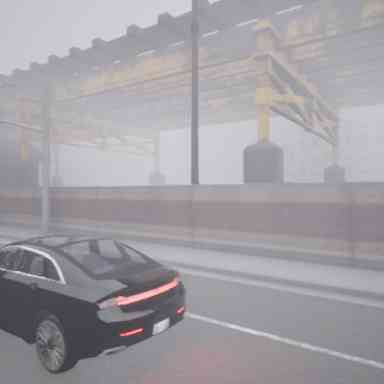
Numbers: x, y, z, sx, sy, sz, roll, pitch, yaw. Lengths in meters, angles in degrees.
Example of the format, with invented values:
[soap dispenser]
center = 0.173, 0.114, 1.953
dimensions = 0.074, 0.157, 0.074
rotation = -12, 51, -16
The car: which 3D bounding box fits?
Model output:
[car]
center = -2.366, 1.490, 5.633
dimensions = 4.902, 1.511, 2.128
rotation = 0, 0, 35
